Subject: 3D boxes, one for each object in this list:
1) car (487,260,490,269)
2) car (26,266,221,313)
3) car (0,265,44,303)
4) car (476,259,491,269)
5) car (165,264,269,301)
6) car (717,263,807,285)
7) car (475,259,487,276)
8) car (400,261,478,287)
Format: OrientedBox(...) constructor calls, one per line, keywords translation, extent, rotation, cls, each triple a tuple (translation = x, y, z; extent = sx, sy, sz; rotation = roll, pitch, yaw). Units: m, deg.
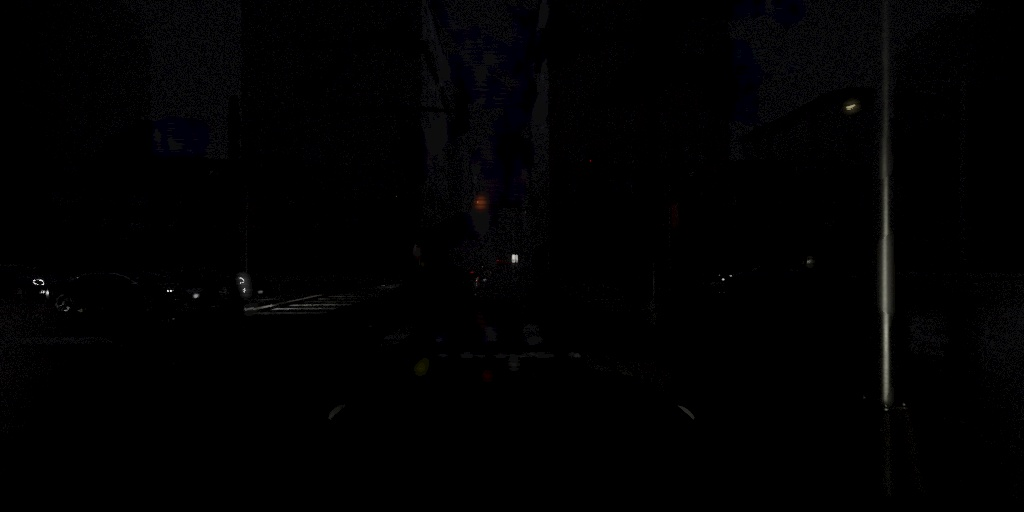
OrientedBox(translation=(-4.293, 1.285, 47.913), extent=(1.837, 1.490, 4.892), rotation=(0, 0, -2), cls="car")
OrientedBox(translation=(-14.652, 1.290, 13.804), extent=(4.902, 1.511, 2.128), rotation=(0, 0, -2), cls="car")
OrientedBox(translation=(-23.096, 1.183, 16.796), extent=(4.553, 1.767, 2.097), rotation=(0, 0, -2), cls="car")
OrientedBox(translation=(-4.579, 1.282, 58.326), extent=(2.128, 1.511, 4.902), rotation=(0, 0, -1), cls="car")
OrientedBox(translation=(-14.250, 1.148, 17.072), extent=(4.553, 1.767, 2.097), rotation=(0, 0, -2), cls="car")
OrientedBox(translation=(17.201, 1.219, 24.768), extent=(5.357, 1.411, 2.033), rotation=(0, 0, -2), cls="car")
OrientedBox(translation=(-4.005, 1.260, 37.534), extent=(2.128, 1.511, 4.902), rotation=(0, 0, -2), cls="car")
OrientedBox(translation=(-4.981, 1.262, 24.068), extent=(4.892, 1.490, 1.837), rotation=(0, 0, -2), cls="car")
